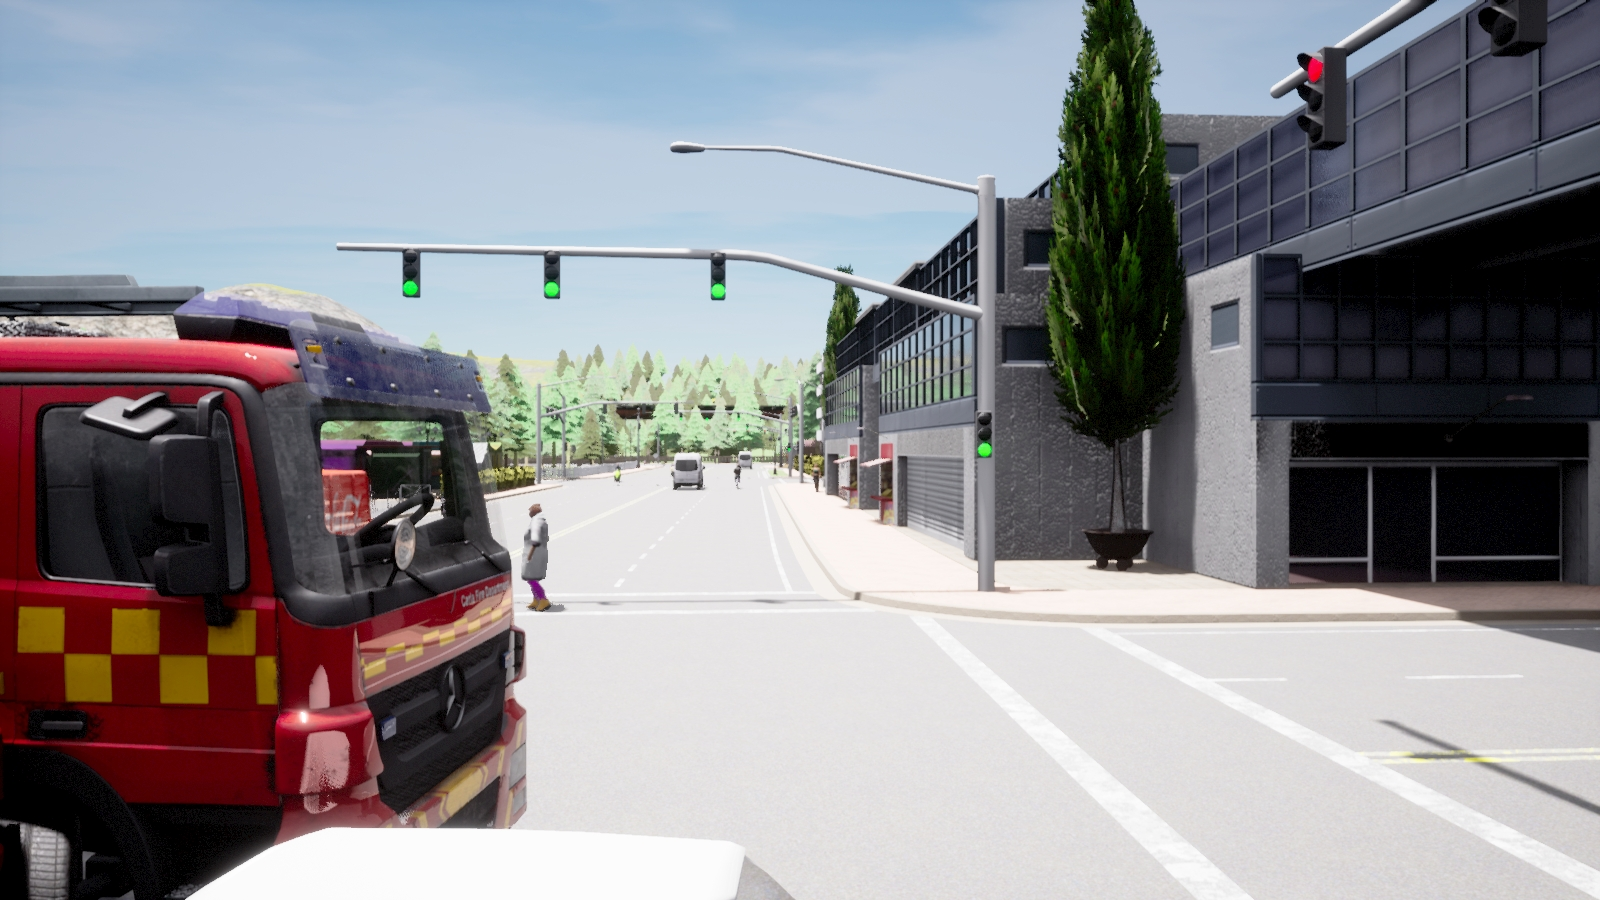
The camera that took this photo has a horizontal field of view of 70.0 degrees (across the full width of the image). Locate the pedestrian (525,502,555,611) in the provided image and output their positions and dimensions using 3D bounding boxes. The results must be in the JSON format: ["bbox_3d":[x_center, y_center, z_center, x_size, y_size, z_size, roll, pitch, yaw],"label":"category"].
[{"bbox_3d":[-4.536,1.844,19.957,0.375,1.860,0.375,0,0,13],"label":"pedestrian"}]

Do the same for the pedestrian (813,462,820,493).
[{"bbox_3d":[1.010,1.680,70.309,0.375,1.860,0.375,0,0,7],"label":"pedestrian"}]

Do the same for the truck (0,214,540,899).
[{"bbox_3d":[-6.102,0.889,6.659,8.468,3.827,2.891,0,0,4],"label":"truck"}]

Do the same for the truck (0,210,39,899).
[{"bbox_3d":[-7.587,0.890,3.490,8.468,3.827,2.891,0,0,-3],"label":"truck"}]

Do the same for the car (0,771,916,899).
[{"bbox_3d":[-1.549,2.064,3.579,3.806,1.475,1.970,0,0,5],"label":"car"}]
